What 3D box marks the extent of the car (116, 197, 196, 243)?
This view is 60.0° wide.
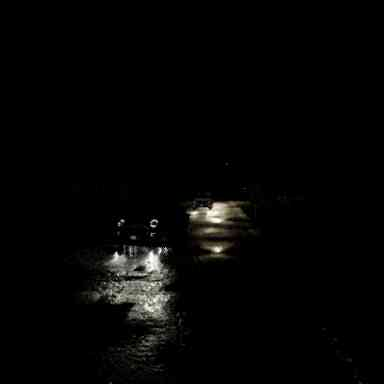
[{"bbox_3d":[-1.675,1.313,15.907,2.097,1.767,4.553,-1,0,20],"label":"car"}]

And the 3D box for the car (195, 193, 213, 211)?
[{"bbox_3d":[1.345,1.129,40.310,2.150,2.045,5.566,0,0,5],"label":"car"}]
